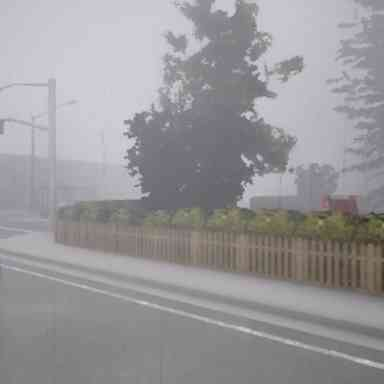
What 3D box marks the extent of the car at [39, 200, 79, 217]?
[{"bbox_3d":[-11.278,1.482,29.799,1.812,1.442,4.674,0,0,34],"label":"car"}]
